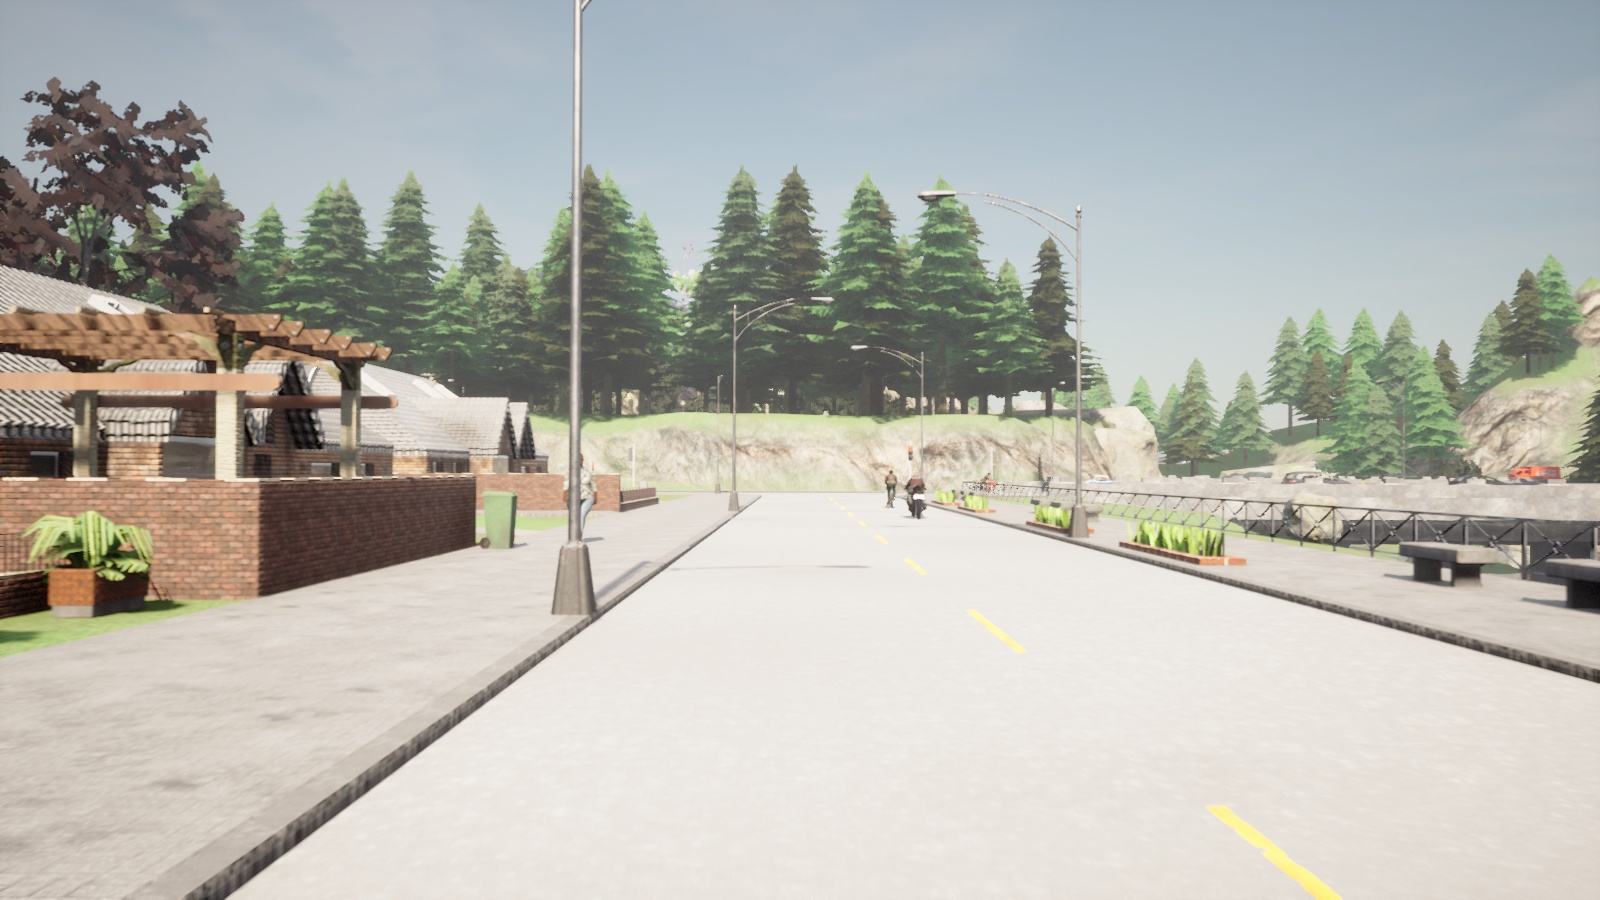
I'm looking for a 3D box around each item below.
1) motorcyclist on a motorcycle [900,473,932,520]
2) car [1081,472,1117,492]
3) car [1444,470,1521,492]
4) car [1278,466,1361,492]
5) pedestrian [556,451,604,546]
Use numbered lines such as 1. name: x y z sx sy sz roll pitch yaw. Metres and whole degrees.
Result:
1. motorcyclist on a motorcycle: 3.901 1.542 42.314 0.866 1.530 2.191 0 -1 0
2. car: 21.068 2.266 88.455 2.207 1.376 1.481 0 -1 0
3. car: 45.900 2.059 84.513 4.193 1.474 1.816 0 -1 0
4. car: 34.935 1.934 84.490 4.611 1.667 2.242 0 -1 0
5. pedestrian: -4.405 0.963 25.161 0.874 1.855 0.900 0 -1 -5
